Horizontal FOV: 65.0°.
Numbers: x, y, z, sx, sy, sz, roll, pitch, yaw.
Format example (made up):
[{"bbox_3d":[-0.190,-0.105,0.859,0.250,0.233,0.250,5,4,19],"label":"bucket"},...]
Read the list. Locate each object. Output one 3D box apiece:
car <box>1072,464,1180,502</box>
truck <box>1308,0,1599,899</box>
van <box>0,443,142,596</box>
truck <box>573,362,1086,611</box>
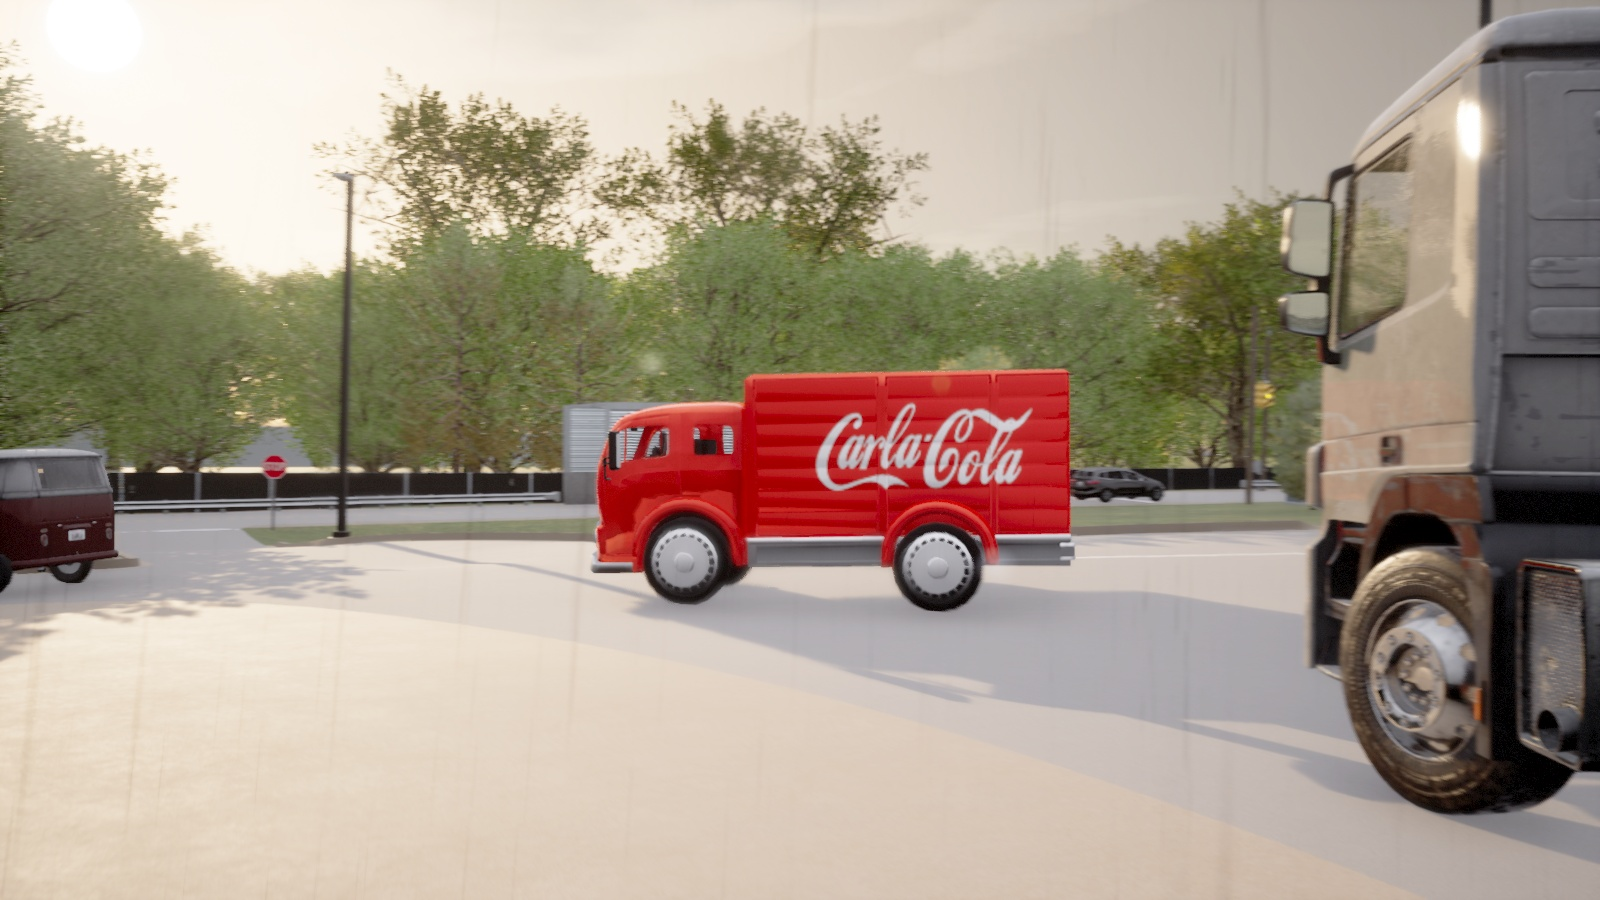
[{"bbox_3d":[15.811,1.583,60.921,4.611,1.667,2.242,0,1,-22],"label":"car"},{"bbox_3d":[3.849,-0.180,2.916,2.891,3.462,7.936,1,-1,7],"label":"truck"},{"bbox_3d":[-11.968,1.017,17.813,4.442,1.987,1.775,-3,0,11],"label":"van"},{"bbox_3d":[0.401,0.400,14.060,5.204,2.467,2.627,-1,0,7],"label":"truck"}]
